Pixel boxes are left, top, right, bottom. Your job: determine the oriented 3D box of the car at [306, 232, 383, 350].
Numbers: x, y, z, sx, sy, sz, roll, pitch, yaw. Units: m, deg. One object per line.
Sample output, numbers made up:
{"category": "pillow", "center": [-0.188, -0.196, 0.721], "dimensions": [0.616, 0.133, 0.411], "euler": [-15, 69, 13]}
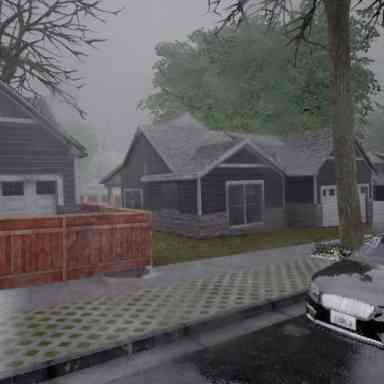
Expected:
{"category": "car", "center": [4.060, 1.487, 5.988], "dimensions": [4.902, 1.511, 2.128], "euler": [0, 0, -36]}
